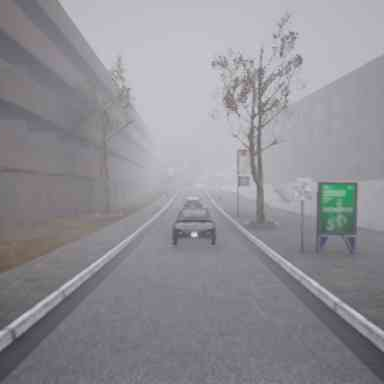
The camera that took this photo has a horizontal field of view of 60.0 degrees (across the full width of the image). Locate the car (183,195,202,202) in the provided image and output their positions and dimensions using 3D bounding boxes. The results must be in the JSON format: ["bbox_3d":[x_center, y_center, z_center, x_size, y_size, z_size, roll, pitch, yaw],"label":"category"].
[{"bbox_3d":[0.090,1.060,33.493,1.812,1.442,4.674,0,2,0],"label":"car"}]

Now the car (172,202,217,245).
[{"bbox_3d":[0.096,1.446,15.467,2.128,1.511,4.902,0,1,0],"label":"car"}]
